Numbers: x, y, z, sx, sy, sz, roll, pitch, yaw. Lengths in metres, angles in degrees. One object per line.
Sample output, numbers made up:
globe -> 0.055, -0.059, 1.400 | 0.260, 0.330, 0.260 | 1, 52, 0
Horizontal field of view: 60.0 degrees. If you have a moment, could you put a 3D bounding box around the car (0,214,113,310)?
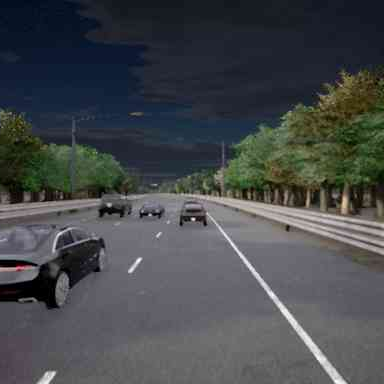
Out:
car -> -3.400, 1.496, 7.813 | 2.128, 1.511, 4.902 | 0, 0, 0

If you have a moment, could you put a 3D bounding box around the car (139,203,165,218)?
car -> -3.479, 1.622, 29.764 | 1.895, 1.301, 4.718 | 0, 0, -1

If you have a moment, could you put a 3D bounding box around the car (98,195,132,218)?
car -> -6.990, 1.243, 30.663 | 2.150, 2.045, 5.566 | 0, 0, -1

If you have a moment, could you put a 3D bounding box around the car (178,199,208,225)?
car -> 0.069, 1.521, 23.969 | 1.837, 1.490, 4.892 | 0, 0, 0
